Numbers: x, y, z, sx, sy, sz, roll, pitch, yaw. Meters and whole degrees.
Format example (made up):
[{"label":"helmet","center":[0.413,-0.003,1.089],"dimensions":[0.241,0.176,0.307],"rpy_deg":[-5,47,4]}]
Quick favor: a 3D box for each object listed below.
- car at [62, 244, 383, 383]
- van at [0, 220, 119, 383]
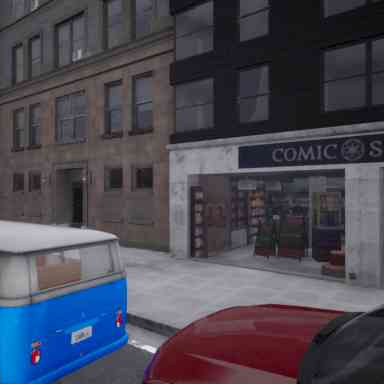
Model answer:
[{"label":"car","center":[1.899,1.315,1.456],"dimensions":[5.009,1.841,2.192],"rpy_deg":[0,0,36]},{"label":"van","center":[-2.723,1.341,4.755],"dimensions":[3.998,1.788,1.690],"rpy_deg":[0,0,36]}]
